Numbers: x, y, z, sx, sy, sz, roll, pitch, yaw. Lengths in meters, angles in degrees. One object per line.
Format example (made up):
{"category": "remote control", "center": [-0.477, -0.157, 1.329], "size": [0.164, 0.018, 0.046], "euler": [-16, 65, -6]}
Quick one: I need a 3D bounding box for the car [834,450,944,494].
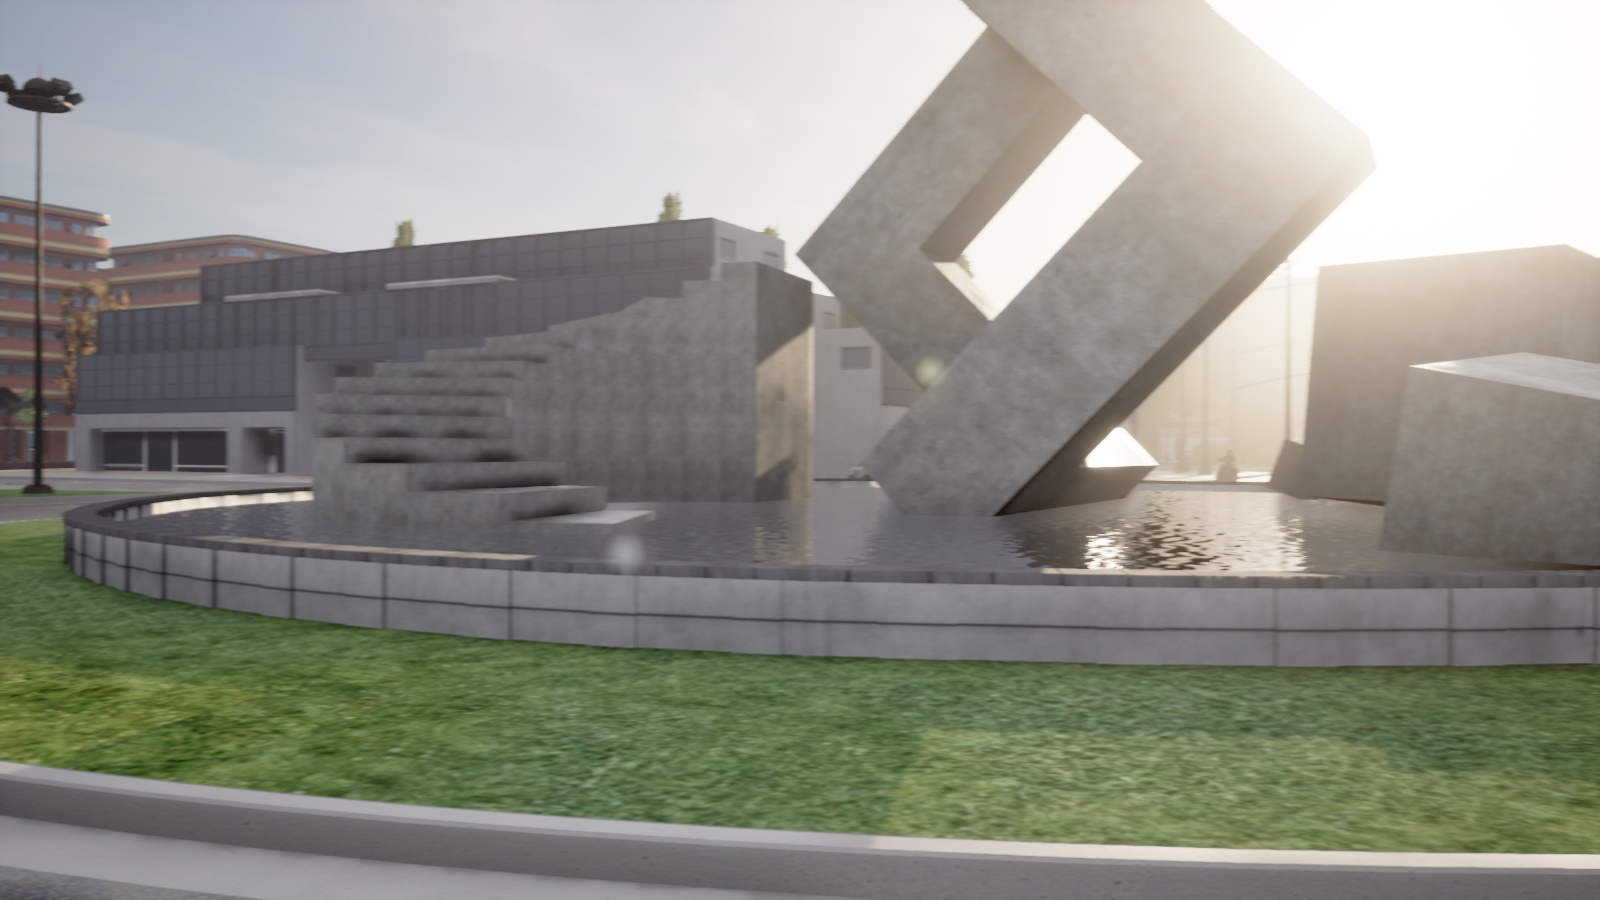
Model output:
{"category": "car", "center": [3.123, 0.756, 44.500], "size": [3.633, 1.501, 1.845], "euler": [0, 0, -5]}

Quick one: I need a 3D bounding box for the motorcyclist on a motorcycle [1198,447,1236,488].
{"category": "motorcyclist on a motorcycle", "center": [17.208, 0.687, 51.741], "size": [0.766, 1.649, 2.350], "euler": [0, 0, 37]}
